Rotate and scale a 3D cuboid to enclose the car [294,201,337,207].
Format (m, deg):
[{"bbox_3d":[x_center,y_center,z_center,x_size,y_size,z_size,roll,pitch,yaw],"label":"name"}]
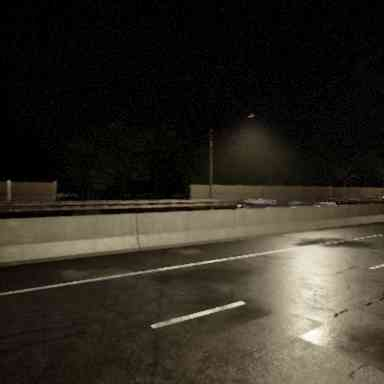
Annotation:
[{"bbox_3d":[11.602,1.616,29.537,4.718,1.301,1.895,0,0,-36],"label":"car"}]

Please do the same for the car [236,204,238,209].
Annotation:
[{"bbox_3d":[7.359,1.512,39.406,4.902,1.511,2.128,0,0,-36],"label":"car"}]

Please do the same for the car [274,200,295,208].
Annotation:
[{"bbox_3d":[10.585,1.581,33.112,4.181,1.385,1.994,0,0,-36],"label":"car"}]

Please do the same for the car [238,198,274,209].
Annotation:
[{"bbox_3d":[7.686,1.508,35.338,4.902,1.511,2.128,0,0,-36],"label":"car"}]
